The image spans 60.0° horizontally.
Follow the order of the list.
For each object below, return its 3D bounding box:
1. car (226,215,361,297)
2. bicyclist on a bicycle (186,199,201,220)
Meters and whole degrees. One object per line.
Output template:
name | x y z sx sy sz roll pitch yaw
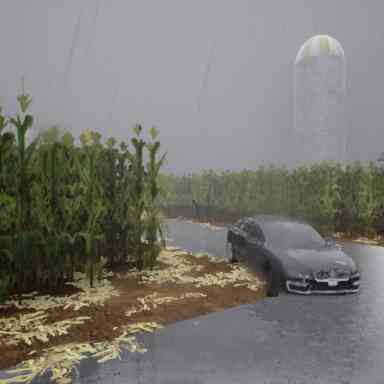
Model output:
car | 2.291 1.439 8.768 1.837 1.490 4.892 1 1 -10
bicyclist on a bicycle | 0.228 1.414 26.031 1.656 1.620 0.582 1 0 -35
